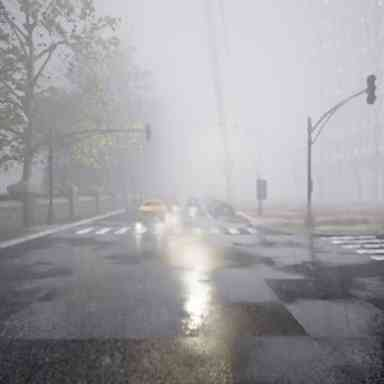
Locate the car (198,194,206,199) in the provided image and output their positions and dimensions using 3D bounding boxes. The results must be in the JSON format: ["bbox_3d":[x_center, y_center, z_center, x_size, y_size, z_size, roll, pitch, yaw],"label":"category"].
[{"bbox_3d":[2.699,1.264,90.624,1.802,1.307,4.206,0,0,0],"label":"car"}]

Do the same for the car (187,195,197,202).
[{"bbox_3d":[0.005,1.296,67.206,2.033,1.411,5.357,0,0,0],"label":"car"}]

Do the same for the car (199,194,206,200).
[{"bbox_3d":[2.698,1.279,84.992,1.802,1.307,4.206,0,0,0],"label":"car"}]

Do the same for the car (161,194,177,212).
[{"bbox_3d":[-3.084,1.343,36.711,2.128,1.511,4.902,0,0,0],"label":"car"}]

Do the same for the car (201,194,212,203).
[{"bbox_3d":[2.697,1.203,62.463,1.967,1.590,4.097,0,0,0],"label":"car"}]

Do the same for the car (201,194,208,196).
[{"bbox_3d":[2.696,1.326,56.831,1.887,1.381,4.507,0,0,0],"label":"car"}]

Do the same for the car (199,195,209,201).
[{"bbox_3d":[2.697,1.280,73.727,2.008,1.369,4.403,0,0,0],"label":"car"}]

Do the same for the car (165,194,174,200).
[{"bbox_3d":[-5.682,1.241,84.992,1.887,1.381,4.507,0,0,0],"label":"car"}]

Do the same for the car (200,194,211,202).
[{"bbox_3d":[2.698,1.186,68.094,1.967,1.590,4.097,0,0,0],"label":"car"}]

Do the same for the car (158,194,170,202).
[{"bbox_3d":[-5.683,1.186,68.095,1.967,1.590,4.097,0,0,0],"label":"car"}]

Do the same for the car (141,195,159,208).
[{"bbox_3d":[-5.685,1.259,45.566,1.967,1.590,4.097,0,0,0],"label":"car"}]

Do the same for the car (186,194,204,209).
[{"bbox_3d":[0.105,1.379,42.155,2.033,1.411,5.357,0,0,0],"label":"car"}]

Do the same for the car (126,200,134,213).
[{"bbox_3d":[-5.687,1.442,34.302,1.802,1.307,4.206,0,0,0],"label":"car"}]

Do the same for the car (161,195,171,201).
[{"bbox_3d":[-5.683,1.274,73.728,1.887,1.381,4.507,0,0,0],"label":"car"}]

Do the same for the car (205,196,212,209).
[{"bbox_3d":[2.694,1.426,34.301,1.947,1.339,4.313,0,0,0],"label":"car"}]

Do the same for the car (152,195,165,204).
[{"bbox_3d":[-5.684,1.307,56.662,1.752,1.417,4.829,0,0,0],"label":"car"}]

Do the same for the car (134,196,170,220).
[{"bbox_3d":[-3.089,1.367,26.839,1.882,1.535,5.008,0,0,0],"label":"car"}]

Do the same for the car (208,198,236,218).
[{"bbox_3d":[2.693,1.448,28.668,1.947,1.339,4.313,0,0,0],"label":"car"}]

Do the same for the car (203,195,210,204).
[{"bbox_3d":[2.694,1.405,39.934,1.947,1.339,4.313,0,0,0],"label":"car"}]

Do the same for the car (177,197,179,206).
[{"bbox_3d":[-3.038,1.290,51.581,2.128,1.511,4.902,0,0,0],"label":"car"}]
